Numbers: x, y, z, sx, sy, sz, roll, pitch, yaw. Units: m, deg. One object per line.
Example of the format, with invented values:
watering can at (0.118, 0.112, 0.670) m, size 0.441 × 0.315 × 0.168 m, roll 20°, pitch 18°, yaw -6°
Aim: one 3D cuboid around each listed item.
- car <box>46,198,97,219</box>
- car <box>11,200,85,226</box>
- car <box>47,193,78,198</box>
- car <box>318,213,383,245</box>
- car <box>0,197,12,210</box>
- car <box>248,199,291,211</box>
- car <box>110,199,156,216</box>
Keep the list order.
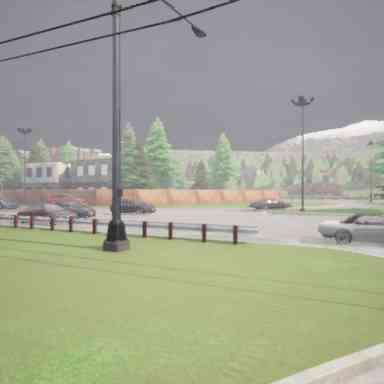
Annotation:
car at (-9.994, 1.498, 27.100) m, size 4.892 × 1.490 × 1.837 m, roll 0°, pitch 0°, yaw 27°
car at (-10.101, 1.522, 23.236) m, size 4.674 × 1.442 × 1.812 m, roll 0°, pitch 0°, yaw 27°
car at (-16.006, 1.211, 42.252) m, size 5.566 × 2.045 × 2.150 m, roll 0°, pitch 0°, yaw 22°
car at (7.947, 1.586, 14.142) m, size 4.718 × 1.301 × 1.895 m, roll 0°, pitch 0°, yaw 27°
car at (-24.080, 1.349, 42.040) m, size 4.553 × 1.767 × 2.097 m, roll 0°, pitch 0°, yaw 27°
car at (9.501, 1.517, 40.397) m, size 5.357 × 1.411 × 2.033 m, roll 0°, pitch 0°, yaw -19°
car at (-5.832, 1.492, 32.843) m, size 4.892 × 1.490 × 1.837 m, roll 0°, pitch 0°, yaw 27°
